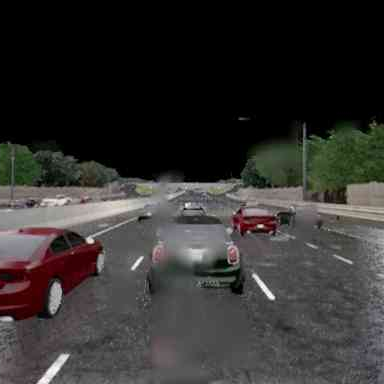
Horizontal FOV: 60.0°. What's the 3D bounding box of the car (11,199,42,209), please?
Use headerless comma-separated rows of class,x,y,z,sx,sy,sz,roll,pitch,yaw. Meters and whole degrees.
car,-24.458,1.737,48.664,1.837,1.490,4.892,0,0,1

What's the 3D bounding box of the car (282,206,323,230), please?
car,7.087,1.641,22.217,2.128,1.511,4.902,0,0,0

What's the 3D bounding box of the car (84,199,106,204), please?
car,-13.957,1.762,49.441,1.837,1.490,4.892,0,0,1

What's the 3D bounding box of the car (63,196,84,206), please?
car,-17.441,1.735,50.798,1.882,1.535,5.008,0,0,1

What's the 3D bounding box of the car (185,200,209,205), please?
car,0.101,1.659,27.631,2.128,1.511,4.902,0,0,0

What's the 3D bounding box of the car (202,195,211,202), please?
car,4.042,2.021,87.561,1.895,1.301,4.718,0,0,1

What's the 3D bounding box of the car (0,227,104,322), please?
car,-3.417,1.517,7.458,1.882,1.535,5.008,0,0,0

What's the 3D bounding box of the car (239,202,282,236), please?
car,3.482,1.604,19.335,1.882,1.535,5.008,0,0,0

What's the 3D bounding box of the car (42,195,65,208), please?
car,-20.937,1.472,50.768,2.150,2.045,5.566,0,0,1

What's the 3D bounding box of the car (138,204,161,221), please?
car,-3.396,1.729,28.508,1.994,1.385,4.181,0,0,0

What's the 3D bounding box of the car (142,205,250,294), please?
car,0.082,1.408,9.092,2.097,1.767,4.553,0,0,0
